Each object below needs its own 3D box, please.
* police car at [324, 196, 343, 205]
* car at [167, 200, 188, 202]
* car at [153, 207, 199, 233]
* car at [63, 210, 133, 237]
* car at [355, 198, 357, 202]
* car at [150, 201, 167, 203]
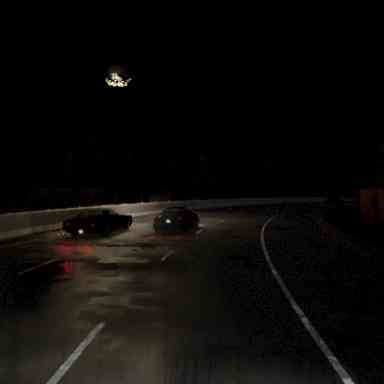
[{"bbox_3d":[25.566,1.525,59.863,1.930,1.638,5.238,0,0,44],"label":"police car"},{"bbox_3d":[-1.544,1.389,55.149,2.097,1.767,4.553,0,0,32],"label":"car"},{"bbox_3d":[-0.857,1.577,20.140,1.994,1.385,4.181,0,0,13],"label":"car"},{"bbox_3d":[-4.902,1.603,18.173,1.895,1.301,4.718,0,0,11],"label":"car"},{"bbox_3d":[37.017,1.579,71.577,4.181,1.385,1.994,0,0,-35],"label":"car"},{"bbox_3d":[-5.198,1.521,55.899,2.128,1.511,4.902,0,0,31],"label":"car"}]
